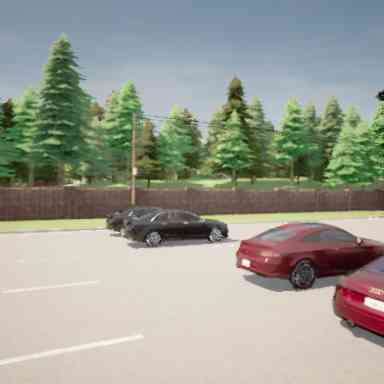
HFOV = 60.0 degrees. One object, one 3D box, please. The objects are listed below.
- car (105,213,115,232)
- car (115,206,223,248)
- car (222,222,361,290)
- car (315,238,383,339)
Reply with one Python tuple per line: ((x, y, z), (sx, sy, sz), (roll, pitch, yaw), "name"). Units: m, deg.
((-2.175, 1.518, 17.988), (4.892, 1.490, 1.837), (0, 0, -25), "car")
((-0.672, 1.520, 14.829), (4.892, 1.490, 1.837), (0, 0, -25), "car")
((3.376, 1.552, 9.015), (4.674, 1.442, 1.812), (0, 0, -26), "car")
((4.445, 1.591, 5.633), (4.181, 1.385, 1.994), (0, 0, -25), "car")
